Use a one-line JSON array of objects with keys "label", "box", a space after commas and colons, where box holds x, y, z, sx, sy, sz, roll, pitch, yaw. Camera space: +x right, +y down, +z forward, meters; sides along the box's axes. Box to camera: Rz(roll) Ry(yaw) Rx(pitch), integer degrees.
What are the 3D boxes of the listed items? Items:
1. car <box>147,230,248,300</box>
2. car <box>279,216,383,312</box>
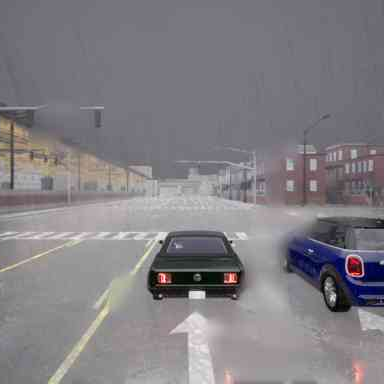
[{"label": "car", "box": [0.100, 1.601, 8.317, 1.895, 1.301, 4.718, 0, 0, 0]}, {"label": "car", "box": [3.599, 1.352, 7.861, 2.097, 1.767, 4.553, 0, 0, -1]}]
